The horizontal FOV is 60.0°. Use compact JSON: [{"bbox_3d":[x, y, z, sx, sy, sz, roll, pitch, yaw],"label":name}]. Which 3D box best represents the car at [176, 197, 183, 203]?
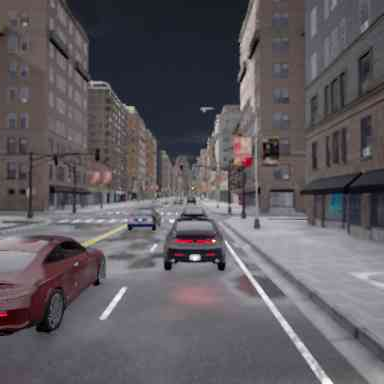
[{"bbox_3d":[-3.376,2.187,89.550,1.882,1.535,5.008,0,-1,0],"label":"car"}]

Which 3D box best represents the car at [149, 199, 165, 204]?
[{"bbox_3d":[-6.632,2.209,60.544,1.895,1.301,4.718,0,-1,0],"label":"car"}]

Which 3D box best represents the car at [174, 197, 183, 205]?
[{"bbox_3d":[-3.361,2.330,79.545,1.994,1.385,4.181,0,-1,0],"label":"car"}]

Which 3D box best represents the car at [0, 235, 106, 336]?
[{"bbox_3d":[-3.151,1.601,6.799,1.812,1.442,4.674,0,0,0],"label":"car"}]

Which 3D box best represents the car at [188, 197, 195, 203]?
[{"bbox_3d":[-0.126,2.187,89.554,1.882,1.535,5.008,0,-1,0],"label":"car"}]

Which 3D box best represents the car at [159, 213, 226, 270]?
[{"bbox_3d":[0.081,1.624,11.480,1.837,1.490,4.892,0,-2,0],"label":"car"}]

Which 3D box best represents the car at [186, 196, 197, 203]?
[{"bbox_3d":[-0.111,1.998,79.165,2.150,2.045,5.566,0,-1,0],"label":"car"}]

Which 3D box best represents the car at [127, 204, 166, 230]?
[{"bbox_3d":[-3.181,1.788,22.867,2.033,1.411,5.357,0,-1,0],"label":"car"}]

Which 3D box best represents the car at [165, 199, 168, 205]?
[{"bbox_3d":[-6.606,2.277,75.989,1.812,1.442,4.674,0,-1,0],"label":"car"}]

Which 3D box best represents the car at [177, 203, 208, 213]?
[{"bbox_3d":[0.081,1.722,21.777,2.128,1.511,4.902,0,-1,-2],"label":"car"}]
